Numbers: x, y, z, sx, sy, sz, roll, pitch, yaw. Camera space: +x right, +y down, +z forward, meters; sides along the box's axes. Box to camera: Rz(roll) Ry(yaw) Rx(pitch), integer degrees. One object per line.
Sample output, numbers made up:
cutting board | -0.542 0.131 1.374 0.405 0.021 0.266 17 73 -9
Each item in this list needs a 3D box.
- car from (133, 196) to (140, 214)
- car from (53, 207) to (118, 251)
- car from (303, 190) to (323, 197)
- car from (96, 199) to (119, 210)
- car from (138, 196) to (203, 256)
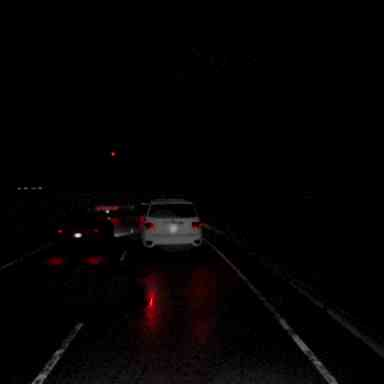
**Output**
car | -4.343 1.126 31.038 2.128 1.511 4.902 -1 2 -15
car | -4.578 1.603 14.525 1.994 1.385 4.181 0 0 -8
car | 26.765 0.229 73.605 5.008 1.535 1.882 2 2 -28
car | -7.703 1.286 30.191 1.895 1.301 4.718 -1 2 -15
car | -0.916 1.244 13.595 2.150 2.045 5.566 0 1 -7
